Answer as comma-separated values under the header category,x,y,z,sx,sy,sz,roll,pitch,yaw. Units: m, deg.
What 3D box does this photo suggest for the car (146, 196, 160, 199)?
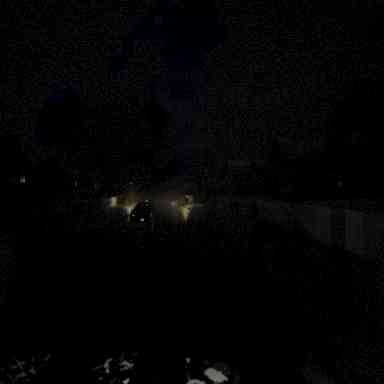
category,x,y,z,sx,sy,sz,roll,pitch,yaw
car,-6.058,1.376,51.294,2.097,1.767,4.553,0,0,-7

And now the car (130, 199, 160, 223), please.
category,x,y,z,sx,sy,sz,roll,pitch,yaw
car,-3.622,1.540,25.849,2.033,1.411,5.357,0,0,-4
